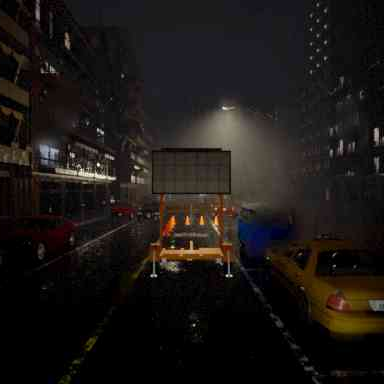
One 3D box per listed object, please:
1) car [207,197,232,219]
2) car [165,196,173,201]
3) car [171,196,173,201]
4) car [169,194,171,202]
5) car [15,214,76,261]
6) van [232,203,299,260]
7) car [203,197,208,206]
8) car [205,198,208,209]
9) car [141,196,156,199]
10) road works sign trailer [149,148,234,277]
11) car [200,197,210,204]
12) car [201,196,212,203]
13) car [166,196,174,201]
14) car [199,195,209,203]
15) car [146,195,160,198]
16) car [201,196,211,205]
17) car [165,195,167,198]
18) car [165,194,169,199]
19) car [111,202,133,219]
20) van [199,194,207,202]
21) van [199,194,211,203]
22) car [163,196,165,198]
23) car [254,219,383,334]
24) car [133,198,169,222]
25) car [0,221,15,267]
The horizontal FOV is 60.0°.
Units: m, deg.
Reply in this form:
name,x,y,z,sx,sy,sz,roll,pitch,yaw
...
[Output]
name,x,y,z,sx,sy,sz,roll,pitch,yaw
car,2.637,1.453,28.817,1.967,1.590,4.097,0,0,0
car,-5.834,1.673,84.070,1.802,1.307,4.206,0,0,0
car,-5.816,1.614,73.017,1.887,1.381,4.507,0,0,0
car,-5.807,1.625,67.490,1.947,1.339,4.313,0,0,0
car,-5.715,1.547,12.223,1.887,1.381,4.507,0,0,0
van,2.664,1.343,12.237,1.690,1.788,3.998,0,0,0
car,2.619,1.605,39.871,1.802,1.307,4.206,0,0,0
car,2.628,1.543,34.514,1.752,1.417,4.829,0,0,0
car,-5.761,1.548,39.688,1.752,1.417,4.829,0,0,0
road works sign trailer,-0.018,0.466,10.231,2.380,3.560,2.880,0,0,0
car,2.574,1.625,67.504,1.947,1.339,4.313,0,0,0
car,2.610,1.611,45.397,1.802,1.307,4.206,0,0,0
car,-5.843,1.684,89.596,1.802,1.307,4.206,0,0,0
car,2.563,1.509,73.030,1.967,1.590,4.097,0,0,0
car,-5.772,1.344,45.384,2.192,1.841,5.009,0,0,0
car,2.582,1.576,62.146,1.752,1.417,4.829,0,0,0
car,-5.788,1.593,56.438,2.008,1.369,4.403,0,0,0
car,-5.798,1.490,61.963,1.967,1.590,4.097,0,0,0
car,-5.743,1.557,28.804,1.887,1.381,4.507,0,0,0
van,2.553,1.421,78.558,1.690,1.788,3.998,0,0,0
van,2.591,1.384,56.451,1.690,1.788,3.998,0,0,0
car,-5.779,1.586,50.911,2.008,1.369,4.403,0,0,0
car,2.674,1.526,6.881,1.752,1.417,4.829,0,0,0
car,-3.143,1.516,26.504,1.837,1.490,4.892,0,0,0
car,-5.705,1.526,6.528,1.752,1.417,4.829,0,0,0
